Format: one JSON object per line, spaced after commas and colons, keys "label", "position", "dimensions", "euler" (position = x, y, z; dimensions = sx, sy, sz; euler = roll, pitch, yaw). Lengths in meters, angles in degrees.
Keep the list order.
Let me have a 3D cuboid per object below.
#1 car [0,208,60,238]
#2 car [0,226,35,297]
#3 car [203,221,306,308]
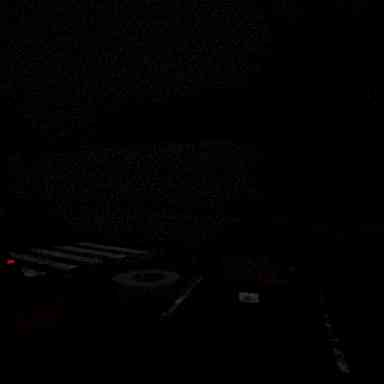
{"label": "car", "position": [-8.114, 1.507, 15.236], "dimensions": [2.163, 1.488, 4.792], "euler": [1, -1, 15]}
{"label": "car", "position": [-5.650, 1.557, 7.406], "dimensions": [4.181, 1.385, 1.994], "euler": [0, 0, 35]}
{"label": "car", "position": [1.661, 1.516, 8.266], "dimensions": [2.163, 1.488, 4.792], "euler": [1, -1, 15]}
